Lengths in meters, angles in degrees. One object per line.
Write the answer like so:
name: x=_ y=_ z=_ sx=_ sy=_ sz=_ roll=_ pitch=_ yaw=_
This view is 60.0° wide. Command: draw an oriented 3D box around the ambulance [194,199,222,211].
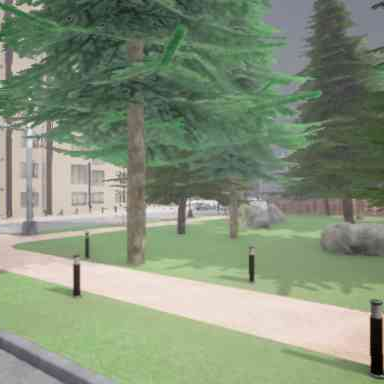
ambulance: x=2.856 y=1.267 z=46.338 sx=2.351 sy=2.431 sz=6.366 roll=-1 pitch=0 yaw=37
